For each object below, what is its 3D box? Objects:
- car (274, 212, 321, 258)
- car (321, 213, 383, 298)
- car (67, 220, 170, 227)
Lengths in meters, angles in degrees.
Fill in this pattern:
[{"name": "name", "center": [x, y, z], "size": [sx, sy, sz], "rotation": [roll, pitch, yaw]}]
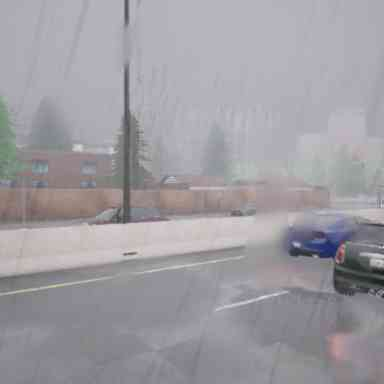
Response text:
[{"name": "car", "center": [5.301, 1.492, 11.836], "size": [5.008, 1.535, 1.882], "rotation": [0, 0, -36]}, {"name": "car", "center": [5.237, 1.361, 7.494], "size": [4.553, 1.767, 2.097], "rotation": [0, 0, -35]}, {"name": "car", "center": [-3.167, 1.368, 14.630], "size": [4.553, 1.767, 2.097], "rotation": [0, 0, -36]}]
